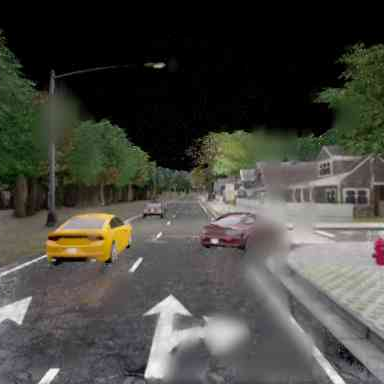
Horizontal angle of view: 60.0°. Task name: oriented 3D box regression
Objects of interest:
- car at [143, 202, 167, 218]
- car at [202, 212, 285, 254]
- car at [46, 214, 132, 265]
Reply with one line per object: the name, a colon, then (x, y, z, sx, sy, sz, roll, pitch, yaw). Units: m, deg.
car: (-3.398, 1.648, 31.119, 2.033, 1.411, 5.357, 0, 0, 0)
car: (2.174, 1.558, 13.791, 1.812, 1.442, 4.674, -2, 0, 36)
car: (-3.402, 1.523, 11.924, 1.882, 1.535, 5.008, 0, 0, 0)
